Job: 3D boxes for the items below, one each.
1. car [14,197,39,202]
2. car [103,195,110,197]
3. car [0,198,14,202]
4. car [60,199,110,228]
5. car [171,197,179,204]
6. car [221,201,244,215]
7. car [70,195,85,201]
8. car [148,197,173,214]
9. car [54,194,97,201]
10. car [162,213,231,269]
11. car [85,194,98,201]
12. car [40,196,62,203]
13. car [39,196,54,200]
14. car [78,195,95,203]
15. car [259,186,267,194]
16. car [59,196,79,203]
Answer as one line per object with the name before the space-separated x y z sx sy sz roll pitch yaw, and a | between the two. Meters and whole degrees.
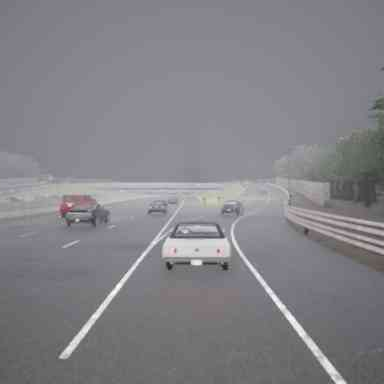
car | -24.587 1.538 50.712 1.812 1.442 4.674 0 0 0
car | -21.277 1.426 82.463 1.895 1.301 4.718 0 0 -1
car | -28.078 1.576 50.704 1.994 1.385 4.181 0 0 0
car | -6.869 1.500 22.376 2.128 1.511 4.902 0 0 0
car | -3.593 1.526 62.145 1.994 1.385 4.181 0 0 0
car | 4.260 1.630 34.613 1.812 1.442 4.674 0 -1 17
car | -28.277 1.369 82.354 2.033 1.411 5.357 0 0 -1
car | -3.472 1.561 35.025 2.033 1.411 5.357 0 0 0
car | -10.381 1.233 30.927 2.150 2.045 5.566 0 0 0
car | 0.199 1.605 11.139 1.895 1.301 4.718 0 0 2
car | -24.777 1.330 82.370 1.837 1.490 4.892 0 0 -1
car | -28.125 1.466 66.530 2.033 1.411 5.357 0 0 0
car | -21.090 1.576 50.945 1.994 1.385 4.181 0 0 0
car | -21.127 1.451 66.719 1.812 1.442 4.674 0 0 0
car | 17.771 -0.255 83.765 2.128 1.511 4.902 0 3 11
car | -24.626 1.467 66.545 2.033 1.411 5.357 0 0 0
